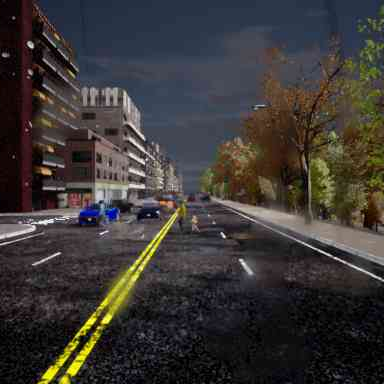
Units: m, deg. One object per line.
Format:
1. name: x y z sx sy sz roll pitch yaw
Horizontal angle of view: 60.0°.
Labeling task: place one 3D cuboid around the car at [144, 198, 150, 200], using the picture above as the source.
1. car: -6.603 1.610 51.487 1.895 1.301 4.718 0 0 0

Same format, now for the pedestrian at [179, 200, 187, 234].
1. pedestrian: -0.528 1.295 17.807 0.375 1.860 0.375 0 0 0

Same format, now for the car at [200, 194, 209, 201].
1. car: 3.236 1.294 84.524 2.097 1.767 4.553 0 0 0

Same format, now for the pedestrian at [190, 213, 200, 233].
1. pedestrian: 0.213 1.675 18.408 0.500 1.100 0.500 0 0 0

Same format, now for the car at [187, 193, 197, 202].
1. car: -0.012 1.491 74.137 1.882 1.535 5.008 0 0 0

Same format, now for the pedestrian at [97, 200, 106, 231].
1. pedestrian: -5.148 1.301 19.008 0.375 1.860 0.375 0 0 0

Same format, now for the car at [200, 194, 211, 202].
1. car: 3.237 1.514 74.138 1.837 1.490 4.892 0 0 0

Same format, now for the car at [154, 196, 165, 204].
1. car: -6.522 1.520 67.351 1.837 1.490 4.892 0 0 0

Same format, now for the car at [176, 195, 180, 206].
1. car: -3.350 1.574 53.415 1.994 1.385 4.181 0 0 0

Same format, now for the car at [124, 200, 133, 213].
1. car: -7.774 1.535 34.758 1.882 1.535 5.008 1 1 18

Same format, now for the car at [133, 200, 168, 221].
1. car: -3.368 1.609 27.665 1.994 1.385 4.181 0 0 0

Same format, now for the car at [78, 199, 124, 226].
1. car: -6.616 1.534 24.042 1.882 1.535 5.008 0 0 0

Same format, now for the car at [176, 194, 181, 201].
1. car: -3.267 1.374 68.689 2.097 1.767 4.553 0 0 0

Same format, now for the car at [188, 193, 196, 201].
1. car: -0.015 1.164 84.583 2.150 2.045 5.566 0 0 0

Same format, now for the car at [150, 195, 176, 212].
1. car: -3.356 1.363 39.712 2.097 1.767 4.553 0 0 0
